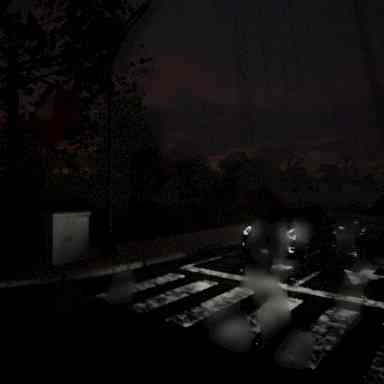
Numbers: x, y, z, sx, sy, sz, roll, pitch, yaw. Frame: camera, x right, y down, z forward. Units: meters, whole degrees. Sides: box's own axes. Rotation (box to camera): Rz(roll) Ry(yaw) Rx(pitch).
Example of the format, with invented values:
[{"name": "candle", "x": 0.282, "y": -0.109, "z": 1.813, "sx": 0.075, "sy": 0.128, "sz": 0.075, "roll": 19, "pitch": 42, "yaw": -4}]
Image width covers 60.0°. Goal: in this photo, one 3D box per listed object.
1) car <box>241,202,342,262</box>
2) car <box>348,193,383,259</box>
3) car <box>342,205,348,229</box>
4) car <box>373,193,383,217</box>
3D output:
[{"name": "car", "x": 3.654, "y": 1.300, "z": 12.188, "sx": 2.097, "sy": 1.767, "sz": 4.553, "roll": 0, "pitch": 0, "yaw": 38}, {"name": "car", "x": 7.452, "y": 1.182, "z": 11.744, "sx": 2.150, "sy": 2.045, "sz": 5.566, "roll": 0, "pitch": 0, "yaw": 38}, {"name": "car", "x": 9.495, "y": 1.478, "z": 19.546, "sx": 2.033, "sy": 1.411, "sz": 5.357, "roll": 0, "pitch": 0, "yaw": 38}, {"name": "car", "x": 18.734, "y": 1.124, "z": 31.161, "sx": 2.150, "sy": 2.045, "sz": 5.566, "roll": 0, "pitch": 0, "yaw": 39}]
